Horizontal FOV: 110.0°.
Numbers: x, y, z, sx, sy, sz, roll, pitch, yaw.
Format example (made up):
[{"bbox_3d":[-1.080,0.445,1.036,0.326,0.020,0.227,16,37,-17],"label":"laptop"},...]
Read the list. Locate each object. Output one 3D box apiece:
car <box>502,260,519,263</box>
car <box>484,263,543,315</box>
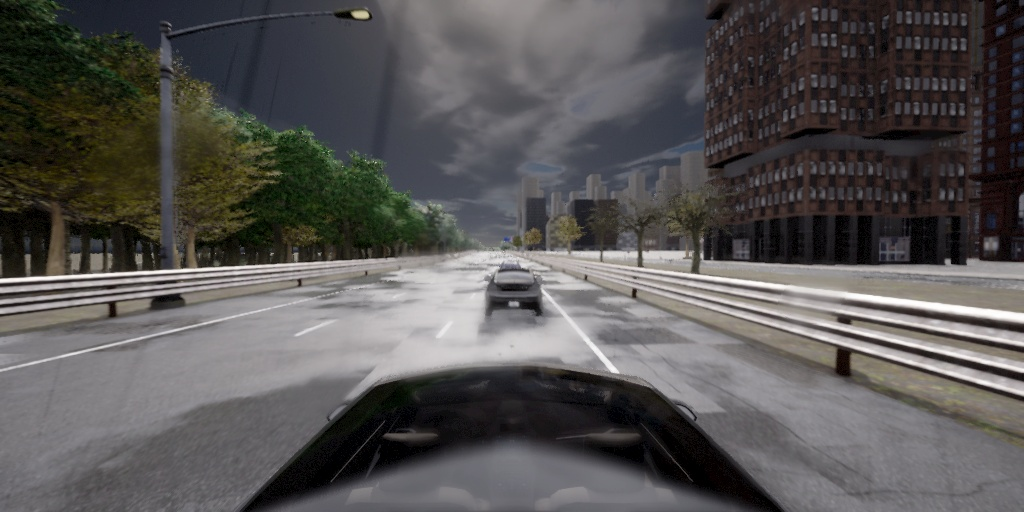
[{"bbox_3d":[-0.157,1.038,33.721,1.895,1.301,4.718,0,1,-1],"label":"car"},{"bbox_3d":[0.056,1.158,12.966,1.837,1.490,4.892,0,1,0],"label":"car"}]
